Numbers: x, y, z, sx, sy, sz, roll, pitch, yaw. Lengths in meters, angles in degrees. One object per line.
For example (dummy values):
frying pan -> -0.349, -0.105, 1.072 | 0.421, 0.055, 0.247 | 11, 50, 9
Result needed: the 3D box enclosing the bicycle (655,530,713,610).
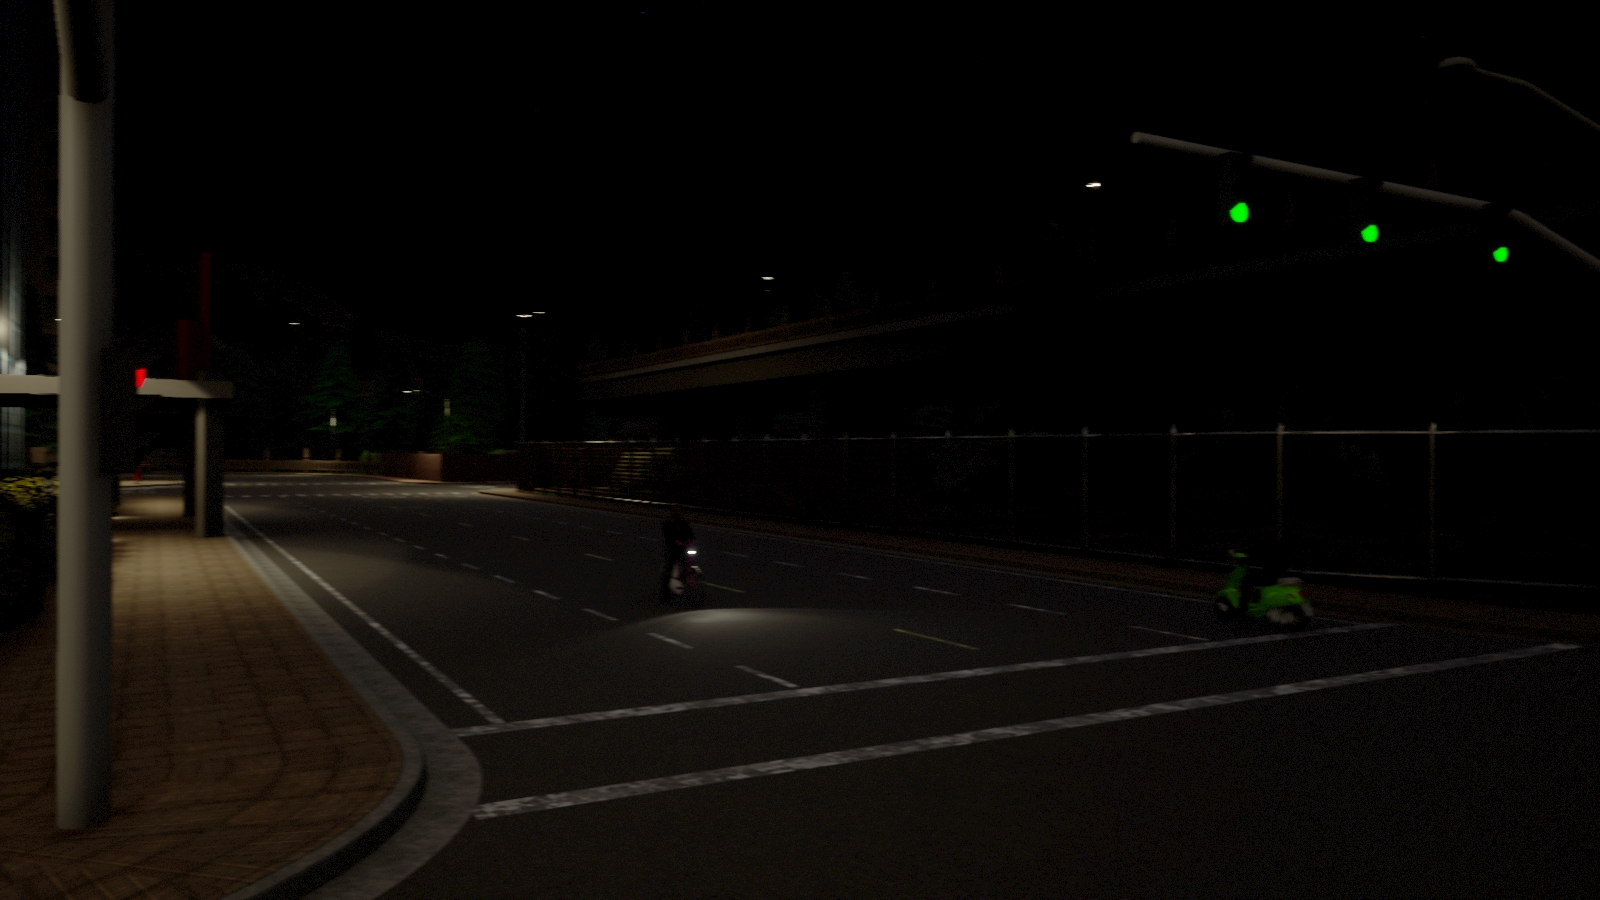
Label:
bicycle -> -2.107, 2.128, 20.574 | 0.329, 1.271, 1.835 | 0, 0, -29
